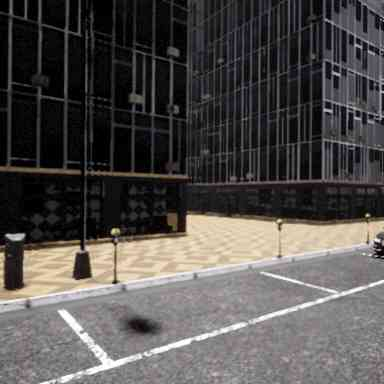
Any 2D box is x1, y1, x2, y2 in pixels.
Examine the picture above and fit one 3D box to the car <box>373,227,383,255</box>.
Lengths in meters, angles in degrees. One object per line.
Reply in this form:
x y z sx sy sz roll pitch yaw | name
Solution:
8.620 1.676 12.701 4.403 1.369 2.008 1 0 -35 | car
